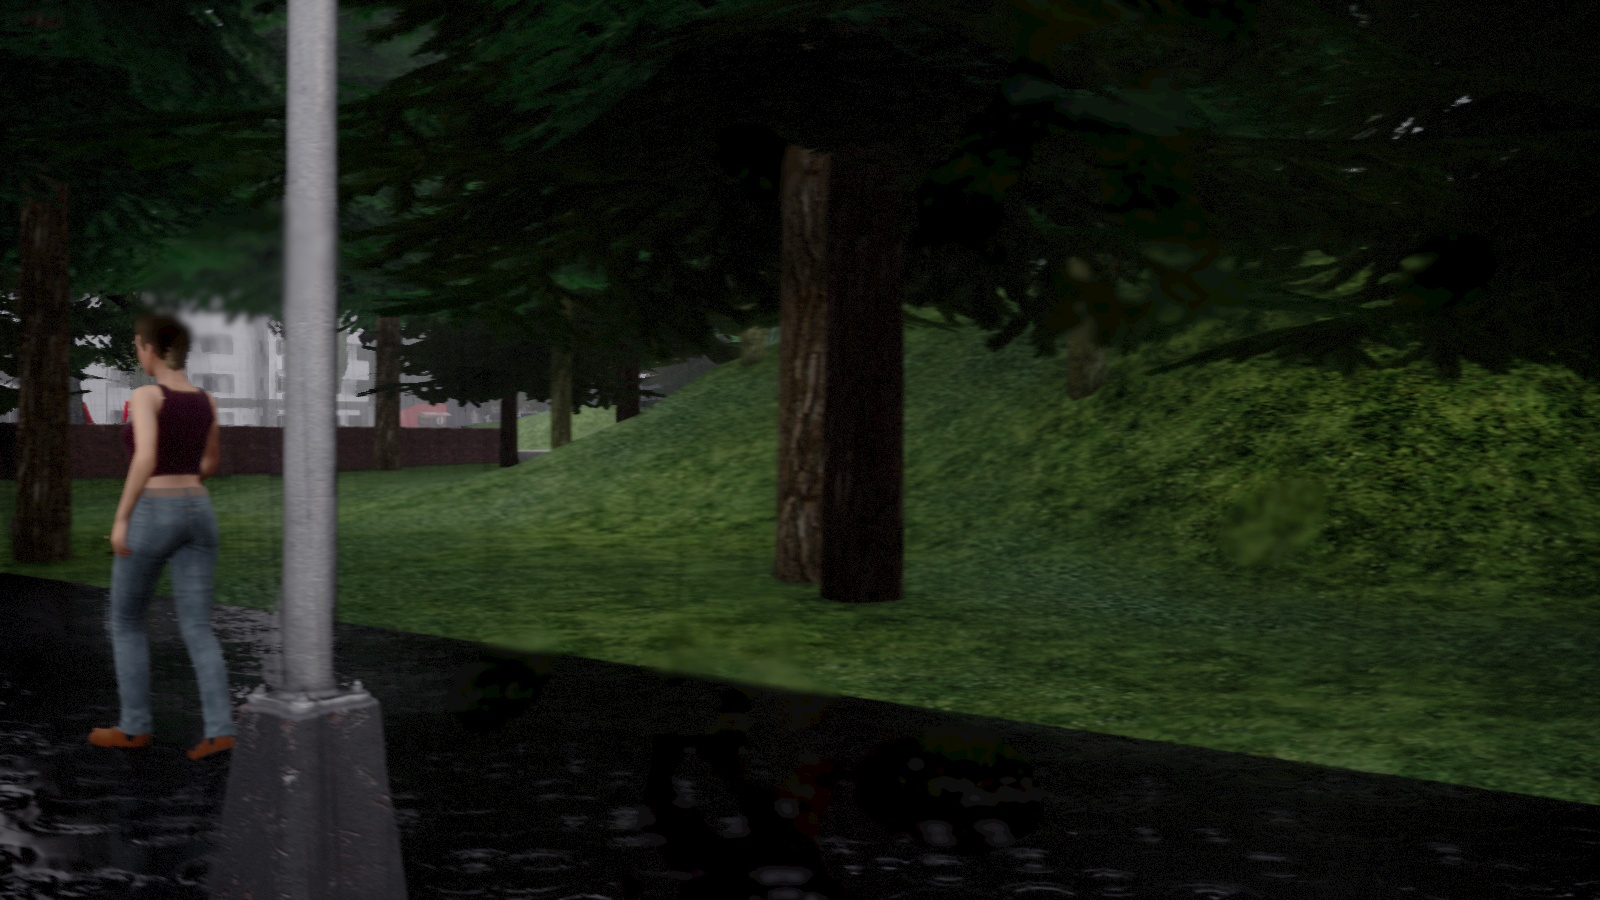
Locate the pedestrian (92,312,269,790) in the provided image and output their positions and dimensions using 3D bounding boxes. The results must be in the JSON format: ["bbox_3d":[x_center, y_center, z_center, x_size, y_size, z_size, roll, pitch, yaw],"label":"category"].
[{"bbox_3d":[-2.520,0.388,5.113,0.594,1.836,0.345,0,1,29],"label":"pedestrian"}]
